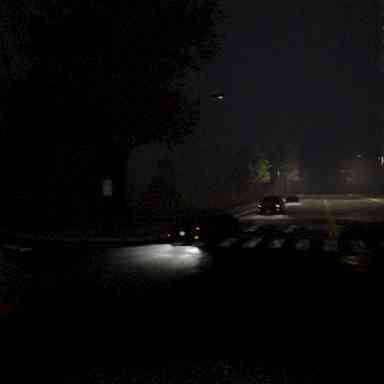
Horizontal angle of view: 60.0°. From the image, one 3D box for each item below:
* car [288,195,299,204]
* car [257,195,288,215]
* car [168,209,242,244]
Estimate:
[{"bbox_3d":[16.031,1.120,53.052,1.994,1.385,4.181,-1,0,21],"label":"car"},{"bbox_3d":[7.493,1.132,31.252,2.097,1.767,4.553,-1,0,21],"label":"car"},{"bbox_3d":[0.696,1.525,15.712,1.994,1.385,4.181,-1,0,35],"label":"car"}]
